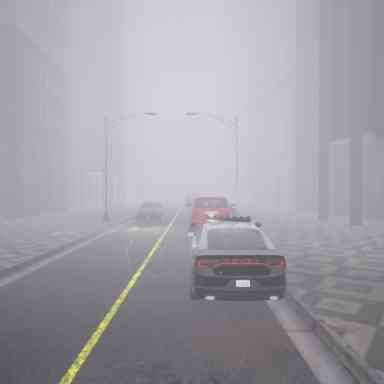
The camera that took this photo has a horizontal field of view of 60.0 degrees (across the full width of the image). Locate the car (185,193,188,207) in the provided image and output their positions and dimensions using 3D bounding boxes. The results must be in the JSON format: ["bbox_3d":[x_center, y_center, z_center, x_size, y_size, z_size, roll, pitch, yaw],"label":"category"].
[{"bbox_3d":[0.122,1.131,48.271,2.150,2.045,5.566,0,0,1],"label":"car"}]

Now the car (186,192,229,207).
[{"bbox_3d":[0.932,1.208,18.419,2.150,2.045,5.566,0,0,0],"label":"car"}]

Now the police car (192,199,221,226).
[{"bbox_3d":[0.944,1.395,24.500,1.930,1.638,5.238,0,0,0],"label":"police car"}]

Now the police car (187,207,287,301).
[{"bbox_3d":[0.914,1.421,8.501,1.930,1.638,5.238,0,0,0],"label":"police car"}]

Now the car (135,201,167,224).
[{"bbox_3d":[-2.956,1.447,24.694,1.882,1.535,5.008,0,0,0],"label":"car"}]
